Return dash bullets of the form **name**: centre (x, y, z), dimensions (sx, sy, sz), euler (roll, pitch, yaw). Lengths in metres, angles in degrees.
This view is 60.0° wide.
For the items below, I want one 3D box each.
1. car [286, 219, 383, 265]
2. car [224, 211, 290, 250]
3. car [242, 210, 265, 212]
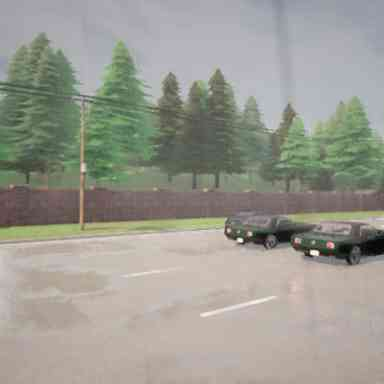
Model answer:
- **car**: centre (5.834, 1.731, 12.187), dimensions (4.718, 1.301, 1.895), euler (1, 0, -35)
- **car**: centre (3.798, 1.729, 15.032), dimensions (4.718, 1.301, 1.895), euler (1, 0, -35)
- **car**: centre (3.870, 1.719, 19.380), dimensions (4.181, 1.385, 1.994), euler (1, -1, -35)
